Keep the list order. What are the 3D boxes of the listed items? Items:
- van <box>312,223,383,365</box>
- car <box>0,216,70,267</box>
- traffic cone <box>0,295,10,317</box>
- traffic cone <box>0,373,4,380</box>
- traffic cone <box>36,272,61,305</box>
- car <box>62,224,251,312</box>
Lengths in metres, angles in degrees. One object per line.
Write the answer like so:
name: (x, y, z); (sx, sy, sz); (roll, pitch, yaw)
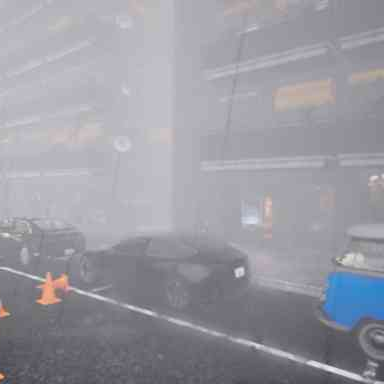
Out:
van: (3.779, 1.388, 4.276); (3.998, 1.788, 1.690); (1, 0, 36)
car: (-5.311, 1.465, 10.927); (4.403, 1.369, 2.008); (1, 0, 36)
traffic cone: (-3.484, 1.902, 5.911); (0.340, 0.580, 0.340); (1, 0, 36)
traffic cone: (-2.460, 1.919, 3.922); (0.340, 0.580, 0.340); (1, 0, 36)
traffic cone: (-2.894, 1.909, 6.718); (0.340, 0.580, 0.340); (1, 0, 36)
car: (-0.768, 1.547, 7.601); (4.313, 1.339, 1.947); (1, 0, 36)
